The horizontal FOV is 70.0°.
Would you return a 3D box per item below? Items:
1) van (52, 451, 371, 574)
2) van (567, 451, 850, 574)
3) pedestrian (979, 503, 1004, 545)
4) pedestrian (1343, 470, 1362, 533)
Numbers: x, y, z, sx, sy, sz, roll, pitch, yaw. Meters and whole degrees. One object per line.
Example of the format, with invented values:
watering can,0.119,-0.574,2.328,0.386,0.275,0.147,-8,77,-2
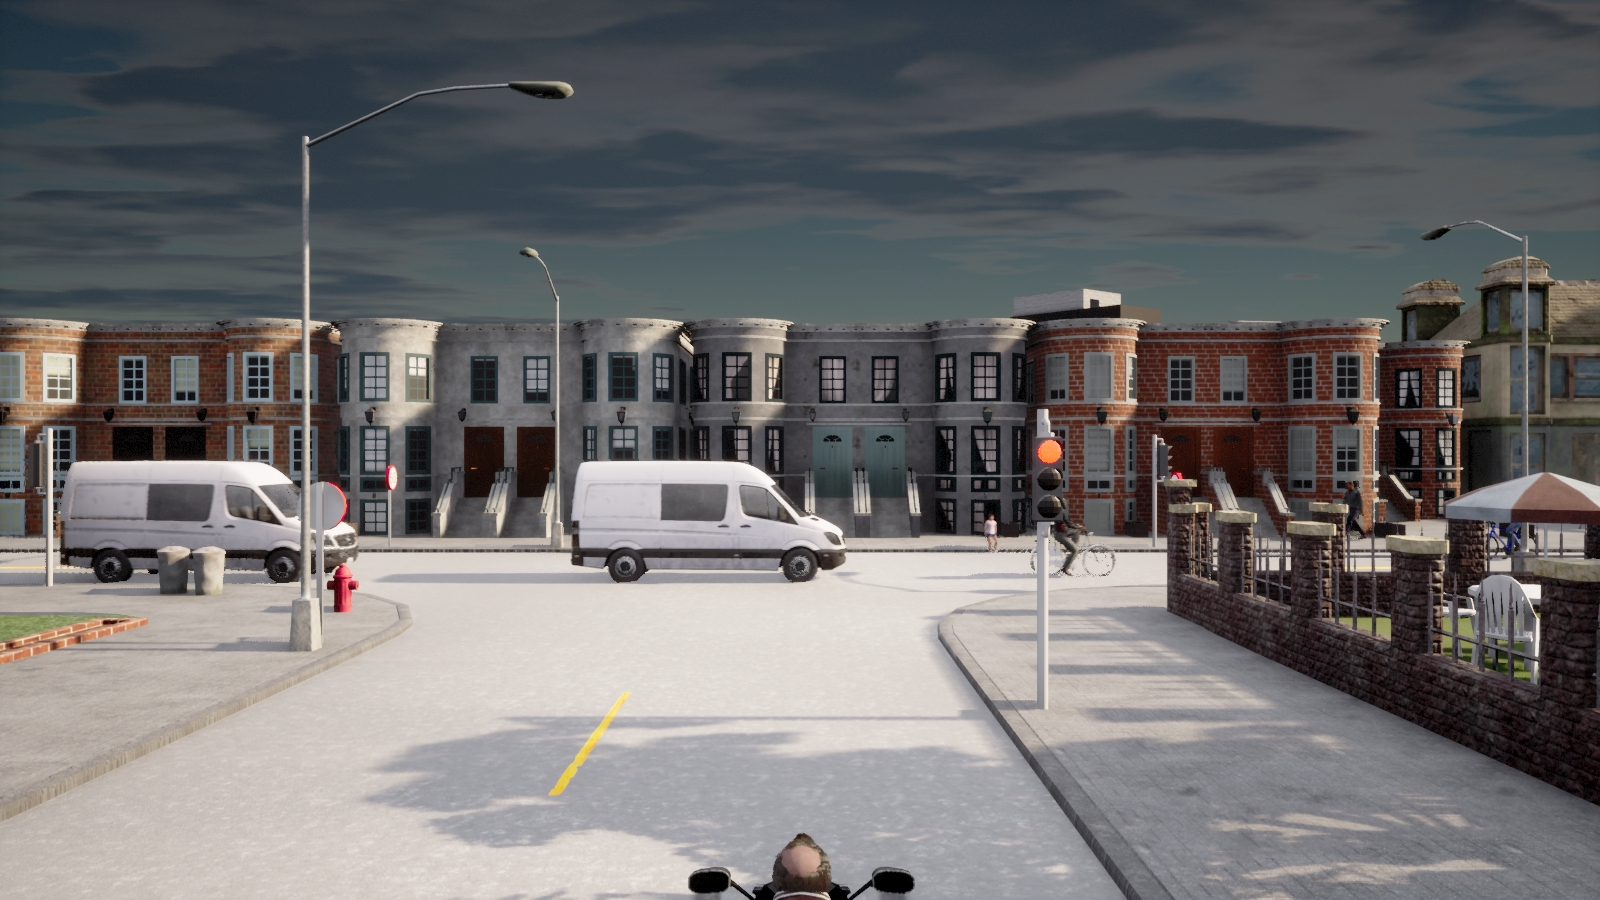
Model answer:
van,-12.659,1.305,24.827,5.915,2.561,1.988,0,0,1
van,-1.921,1.305,24.917,5.915,2.561,1.988,0,0,0
pedestrian,5.173,1.996,30.838,0.500,1.100,0.500,0,0,-13
pedestrian,16.321,1.512,33.762,0.375,1.860,0.375,0,0,-4
